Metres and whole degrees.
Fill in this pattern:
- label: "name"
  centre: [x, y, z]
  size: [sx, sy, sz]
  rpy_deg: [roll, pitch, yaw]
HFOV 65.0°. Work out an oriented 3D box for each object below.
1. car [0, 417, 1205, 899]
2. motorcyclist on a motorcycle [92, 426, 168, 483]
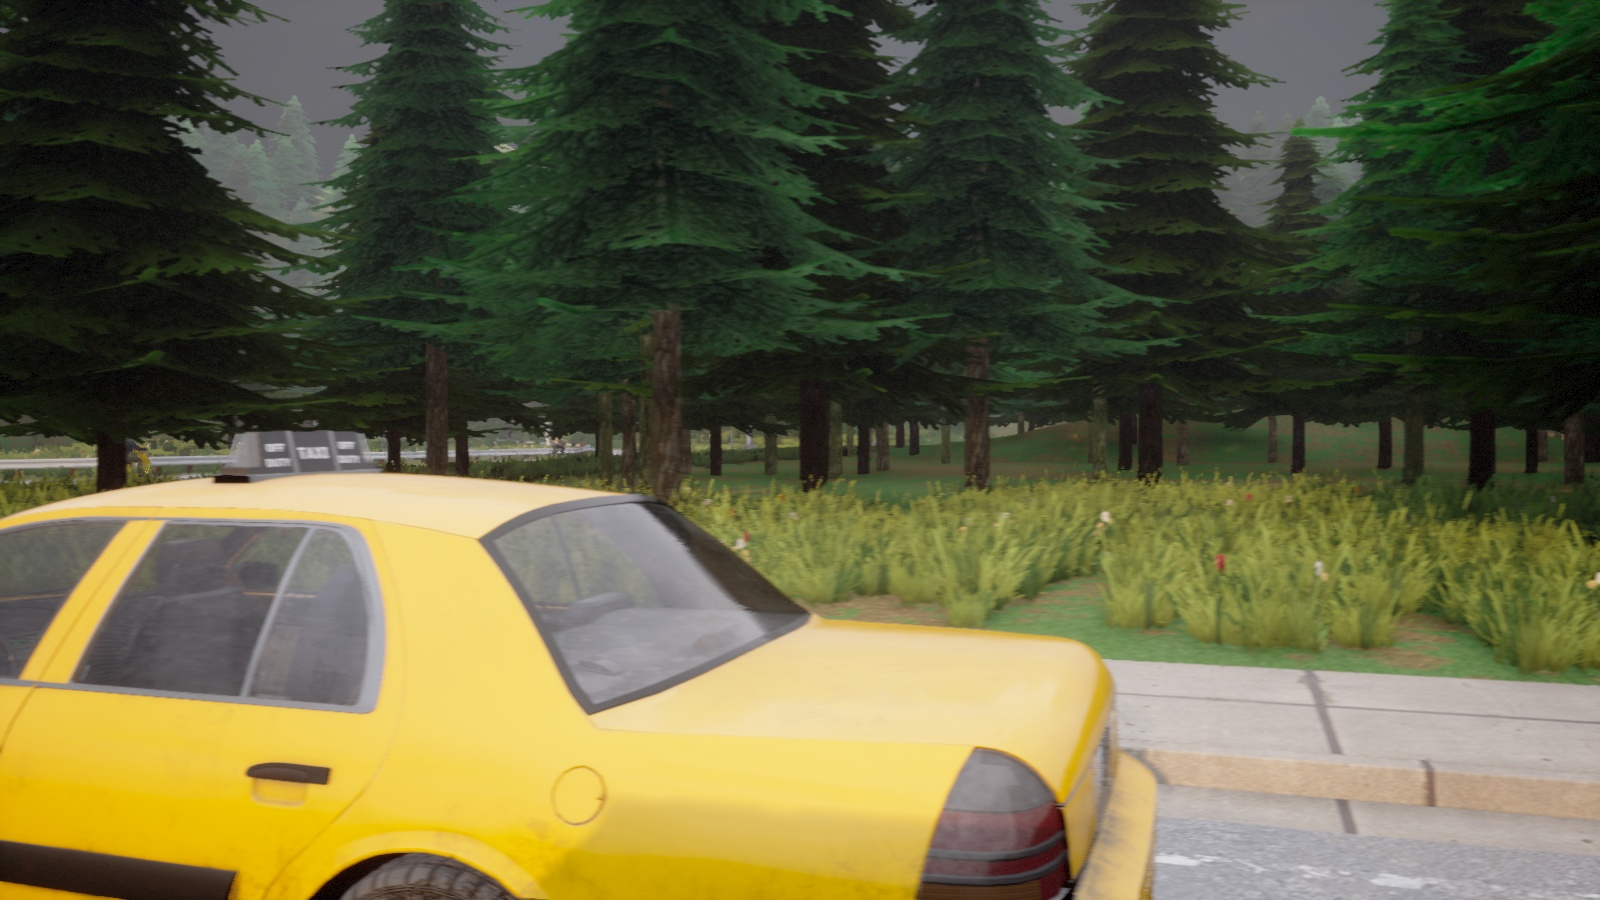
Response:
- label: "car"
  centre: [-1.630, 0.699, 3.741]
  size: [5.366, 1.575, 1.801]
  rpy_deg: [1, 1, 19]
- label: "motorcyclist on a motorcycle"
  centre: [-19.063, 0.108, 35.780]
  size: [0.866, 1.590, 1.817]
  rpy_deg: [1, 1, 18]
